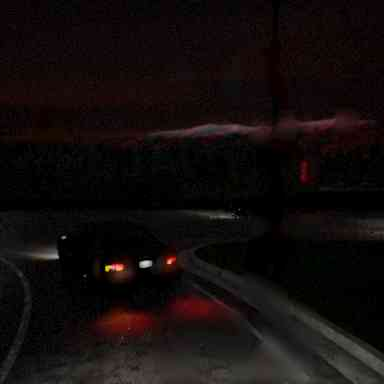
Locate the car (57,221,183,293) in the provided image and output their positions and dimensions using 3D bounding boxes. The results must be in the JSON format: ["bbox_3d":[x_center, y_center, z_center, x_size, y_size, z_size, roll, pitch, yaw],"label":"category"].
[{"bbox_3d":[-2.222,1.480,8.826,2.033,1.411,5.357,0,1,-31],"label":"car"}]

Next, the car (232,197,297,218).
[{"bbox_3d":[5.986,1.278,27.056,4.892,1.490,1.837,0,0,2],"label":"car"}]

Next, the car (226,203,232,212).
[{"bbox_3d":[5.676,1.224,30.570,5.008,1.535,1.882,0,0,2],"label":"car"}]
